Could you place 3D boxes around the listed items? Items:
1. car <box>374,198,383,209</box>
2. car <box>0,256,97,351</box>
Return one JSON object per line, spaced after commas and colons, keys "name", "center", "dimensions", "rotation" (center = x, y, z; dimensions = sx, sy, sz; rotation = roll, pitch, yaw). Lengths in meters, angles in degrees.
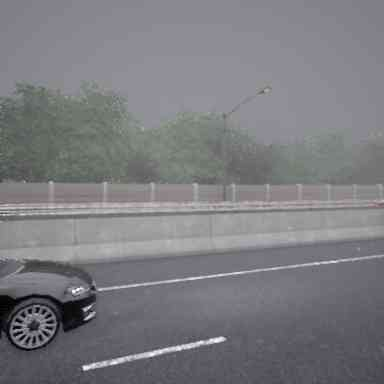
{"name": "car", "center": [22.262, 1.251, 35.837], "dimensions": [5.566, 2.045, 2.150], "rotation": [-1, 0, -23]}
{"name": "car", "center": [-3.959, 1.519, 4.916], "dimensions": [4.902, 1.511, 2.128], "rotation": [0, 0, -25]}
